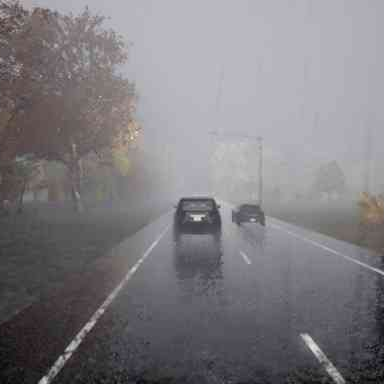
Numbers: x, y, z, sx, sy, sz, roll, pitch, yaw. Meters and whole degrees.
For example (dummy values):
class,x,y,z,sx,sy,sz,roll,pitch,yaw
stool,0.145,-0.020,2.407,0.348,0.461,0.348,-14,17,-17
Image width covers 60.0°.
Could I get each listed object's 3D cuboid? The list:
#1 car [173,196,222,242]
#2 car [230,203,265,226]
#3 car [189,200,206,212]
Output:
class,x,y,z,sx,sy,sz,roll,pitch,yaw
car,0.264,1.229,16.658,2.150,2.045,5.566,0,0,1
car,3.864,1.516,23.408,1.837,1.490,4.892,0,0,1
car,0.616,1.620,39.646,1.895,1.301,4.718,0,0,1
